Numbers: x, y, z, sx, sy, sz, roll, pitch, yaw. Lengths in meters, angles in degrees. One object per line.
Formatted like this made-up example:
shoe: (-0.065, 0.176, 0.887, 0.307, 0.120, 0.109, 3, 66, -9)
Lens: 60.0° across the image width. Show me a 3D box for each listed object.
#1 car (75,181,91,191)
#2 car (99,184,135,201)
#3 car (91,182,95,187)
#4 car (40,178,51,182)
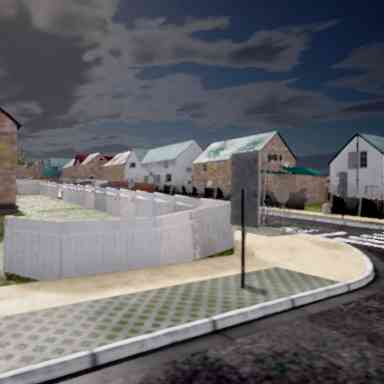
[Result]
car: (-16.649, -0.902, 48.046, 1.895, 1.301, 4.718, 1, 2, -35)
car: (-7.486, 0.098, 34.768, 2.033, 1.411, 5.357, 1, 2, -35)
car: (-11.723, -0.415, 45.884, 2.033, 1.411, 5.357, 1, 2, -35)
car: (-36.895, -2.793, 83.408, 2.097, 1.767, 4.553, -3, 3, -35)
